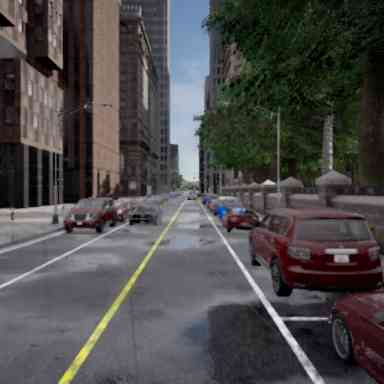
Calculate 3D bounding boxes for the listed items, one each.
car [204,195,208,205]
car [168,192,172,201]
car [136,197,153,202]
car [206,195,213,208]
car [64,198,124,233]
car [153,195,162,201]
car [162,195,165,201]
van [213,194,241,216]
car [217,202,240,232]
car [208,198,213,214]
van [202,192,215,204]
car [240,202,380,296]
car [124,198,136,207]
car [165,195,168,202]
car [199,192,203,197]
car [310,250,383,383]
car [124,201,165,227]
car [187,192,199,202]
[{"bbox_3d":[2.753,1.445,41.672,1.802,1.307,4.206,0,0,0],"label":"car"},{"bbox_3d":[-5.778,1.274,69.280,1.947,1.339,4.313,0,0,0],"label":"car"},{"bbox_3d":[-5.771,1.328,36.134,1.967,1.590,4.097,0,0,0],"label":"car"},{"bbox_3d":[2.754,1.414,36.317,1.752,1.417,4.829,0,0,0],"label":"car"},{"bbox_3d":[-5.769,1.275,19.562,2.192,1.841,5.009,0,0,0],"label":"car"},{"bbox_3d":[-5.774,1.386,47.184,2.008,1.369,4.403,0,0,0],"label":"car"},{"bbox_3d":[-5.774,1.332,52.538,1.752,1.417,4.829,0,0,0],"label":"car"},{"bbox_3d":[2.757,1.280,25.097,1.690,1.788,3.998,0,0,0],"label":"van"},{"bbox_3d":[2.757,1.506,19.575,1.887,1.381,4.507,0,0,0],"label":"car"},{"bbox_3d":[2.755,1.496,30.624,1.802,1.307,4.206,0,0,0],"label":"car"},{"bbox_3d":[2.752,1.177,47.195,1.690,1.788,3.998,0,0,0],"label":"van"},{"bbox_3d":[2.758,1.305,8.523,2.192,1.841,5.009,0,0,0],"label":"car"},{"bbox_3d":[-5.769,1.378,25.086,1.967,1.590,4.097,0,0,0],"label":"car"},{"bbox_3d":[-5.775,1.215,58.232,1.967,1.590,4.097,0,0,0],"label":"car"},{"bbox_3d":[2.752,1.122,52.719,2.192,1.841,5.009,0,0,0],"label":"car"},{"bbox_3d":[2.759,1.580,2.999,1.802,1.307,4.206,0,0,0],"label":"car"},{"bbox_3d":[-3.053,1.548,22.763,1.895,1.301,4.718,0,0,0],"label":"car"},{"bbox_3d":[-0.016,1.161,68.003,1.994,1.385,4.181,0,0,0],"label":"car"}]
